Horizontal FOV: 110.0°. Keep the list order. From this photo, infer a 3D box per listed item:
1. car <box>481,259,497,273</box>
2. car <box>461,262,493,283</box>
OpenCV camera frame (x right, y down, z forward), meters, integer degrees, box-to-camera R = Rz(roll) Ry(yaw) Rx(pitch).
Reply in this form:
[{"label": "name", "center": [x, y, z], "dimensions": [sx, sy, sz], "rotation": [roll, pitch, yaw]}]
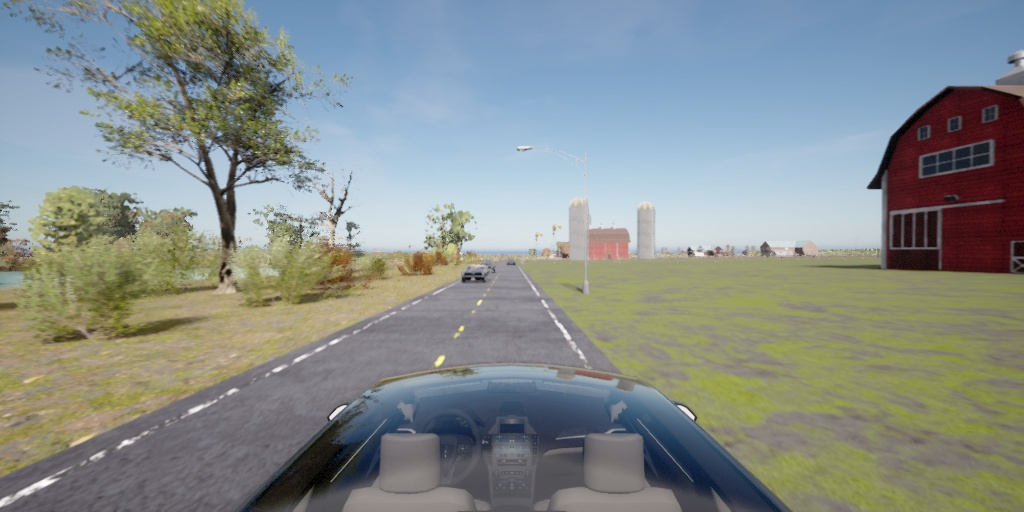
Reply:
[{"label": "car", "center": [-2.799, 1.072, 41.777], "dimensions": [1.837, 1.490, 4.892], "rotation": [0, 0, 0]}, {"label": "car", "center": [-2.789, 1.357, 27.950], "dimensions": [1.895, 1.301, 4.718], "rotation": [0, 0, 0]}]
